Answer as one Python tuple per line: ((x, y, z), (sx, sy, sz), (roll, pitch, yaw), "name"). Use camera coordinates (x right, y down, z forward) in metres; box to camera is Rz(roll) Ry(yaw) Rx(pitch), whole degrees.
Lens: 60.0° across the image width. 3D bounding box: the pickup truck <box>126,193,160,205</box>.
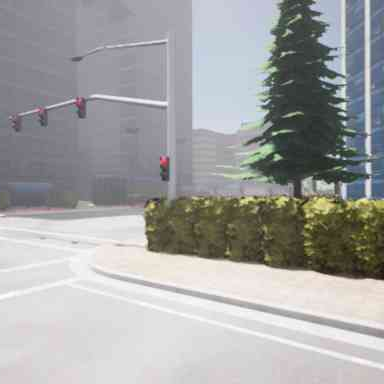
((-8.642, 1.190, 56.865), (6.274, 2.098, 2.390), (0, 0, -24), "pickup truck")
